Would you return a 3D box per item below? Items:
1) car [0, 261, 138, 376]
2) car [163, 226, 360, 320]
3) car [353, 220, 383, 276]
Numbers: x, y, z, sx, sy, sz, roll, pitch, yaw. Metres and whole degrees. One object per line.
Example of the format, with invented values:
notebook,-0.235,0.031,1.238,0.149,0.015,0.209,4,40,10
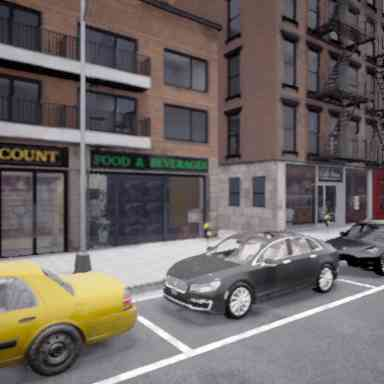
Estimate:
car,-3.079,1.525,4.007,4.829,1.417,1.752,0,0,-35
car,1.461,1.552,7.242,4.403,1.369,2.008,0,0,-35
car,5.864,1.569,10.379,4.313,1.339,1.947,0,0,-35
